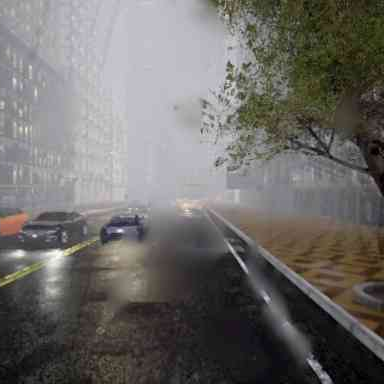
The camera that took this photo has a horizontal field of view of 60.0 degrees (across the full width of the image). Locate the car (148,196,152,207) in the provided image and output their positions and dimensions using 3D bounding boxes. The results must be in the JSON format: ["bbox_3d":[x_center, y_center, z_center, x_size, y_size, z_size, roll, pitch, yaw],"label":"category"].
[{"bbox_3d":[-6.498,1.680,59.322,2.150,2.045,5.566,0,0,0],"label":"car"}]

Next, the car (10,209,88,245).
[{"bbox_3d":[-6.592,1.628,16.359,1.837,1.490,4.892,0,0,0],"label":"car"}]

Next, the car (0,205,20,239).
[{"bbox_3d":[-9.841,1.474,16.239,2.097,1.767,4.553,0,0,0],"label":"car"}]

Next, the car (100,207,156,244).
[{"bbox_3d":[-3.146,1.688,16.569,1.994,1.385,4.181,0,0,0],"label":"car"}]

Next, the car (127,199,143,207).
[{"bbox_3d":[-9.754,1.982,57.466,2.033,1.411,5.357,0,0,1],"label":"car"}]

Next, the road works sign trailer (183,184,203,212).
[{"bbox_3d":[0.019,0.793,43.984,2.380,3.560,2.880,0,0,1],"label":"road works sign trailer"}]

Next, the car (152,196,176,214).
[{"bbox_3d":[-3.137,1.520,39.845,2.150,2.045,5.566,0,0,0],"label":"car"}]
